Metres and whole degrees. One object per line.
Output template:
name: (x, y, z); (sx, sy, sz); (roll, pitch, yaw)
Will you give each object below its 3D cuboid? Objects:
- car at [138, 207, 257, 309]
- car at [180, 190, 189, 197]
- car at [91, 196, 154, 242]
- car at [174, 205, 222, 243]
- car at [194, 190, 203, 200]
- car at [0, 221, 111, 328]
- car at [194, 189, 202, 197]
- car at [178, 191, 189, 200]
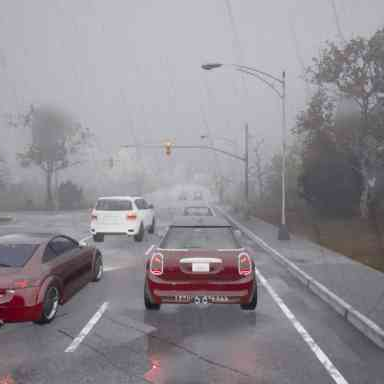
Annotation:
car: (0.175, 1.352, 8.011); (2.097, 1.767, 4.553); (0, 0, 1)
car: (-1.895, 0.356, 85.561); (2.033, 1.411, 5.357); (0, 3, 1)
car: (-3.242, 1.221, 16.549); (2.150, 2.045, 5.566); (0, 0, 3)
car: (0.295, 1.491, 16.987); (2.128, 1.511, 4.902); (0, 0, 1)
car: (1.395, 1.017, 75.488); (1.812, 1.442, 4.674); (0, 3, 1)
car: (-3.335, 1.564, 7.131); (1.994, 1.385, 4.181); (0, 0, 1)
car: (1.604, 0.173, 85.449); (2.097, 1.767, 4.553); (0, 3, 1)
car: (-2.104, 1.045, 75.562); (1.994, 1.385, 4.181); (0, 3, 1)
